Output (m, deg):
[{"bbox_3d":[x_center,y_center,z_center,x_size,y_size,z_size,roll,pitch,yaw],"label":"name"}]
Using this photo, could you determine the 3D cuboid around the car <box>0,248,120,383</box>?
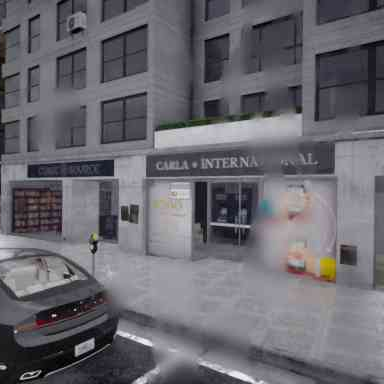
[{"bbox_3d":[-3.011,1.550,5.095,4.403,1.369,2.008,0,1,35],"label":"car"}]
